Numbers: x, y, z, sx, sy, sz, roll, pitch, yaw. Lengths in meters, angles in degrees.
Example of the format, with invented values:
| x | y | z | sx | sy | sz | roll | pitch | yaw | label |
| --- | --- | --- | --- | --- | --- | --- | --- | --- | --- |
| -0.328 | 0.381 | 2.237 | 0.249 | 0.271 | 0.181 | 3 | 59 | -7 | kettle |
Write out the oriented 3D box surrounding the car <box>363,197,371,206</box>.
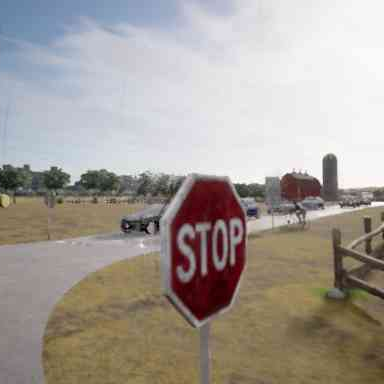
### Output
| x | y | z | sx | sy | sz | roll | pitch | yaw | label |
| --- | --- | --- | --- | --- | --- | --- | --- | --- | --- |
| 27.697 | 1.566 | 53.949 | 2.033 | 1.411 | 5.357 | -2 | -1 | 36 | car |

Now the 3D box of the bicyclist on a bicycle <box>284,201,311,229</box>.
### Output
| x | y | z | sx | sy | sz | roll | pitch | yaw | label |
| --- | --- | --- | --- | --- | --- | --- | --- | --- | --- |
| 6.239 | 1.341 | 19.769 | 1.656 | 1.620 | 0.582 | 0 | 0 | 36 | bicyclist on a bicycle |

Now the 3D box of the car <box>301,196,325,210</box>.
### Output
| x | y | z | sx | sy | sz | roll | pitch | yaw | label |
| --- | --- | --- | --- | --- | --- | --- | --- | --- | --- |
| 15.009 | 1.355 | 41.666 | 2.097 | 1.767 | 4.553 | -2 | -1 | 37 | car |

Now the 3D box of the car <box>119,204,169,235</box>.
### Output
| x | y | z | sx | sy | sz | roll | pitch | yaw | label |
| --- | --- | --- | --- | --- | --- | --- | --- | --- | --- |
| -1.852 | 1.450 | 18.868 | 1.882 | 1.535 | 5.008 | -2 | -1 | 36 | car |

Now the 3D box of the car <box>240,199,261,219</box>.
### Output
| x | y | z | sx | sy | sz | roll | pitch | yaw | label |
| --- | --- | --- | --- | --- | --- | --- | --- | --- | --- |
| 3.663 | 1.333 | 26.357 | 2.097 | 1.767 | 4.553 | -2 | -1 | 36 | car |

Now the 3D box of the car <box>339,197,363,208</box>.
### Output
| x | y | z | sx | sy | sz | roll | pitch | yaw | label |
| --- | --- | --- | --- | --- | --- | --- | --- | --- | --- |
| 21.787 | 1.562 | 45.956 | 1.895 | 1.301 | 4.718 | -2 | -1 | 36 | car |

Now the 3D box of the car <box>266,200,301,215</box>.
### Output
| x | y | z | sx | sy | sz | roll | pitch | yaw | label |
| --- | --- | --- | --- | --- | --- | --- | --- | --- | --- |
| 9.153 | 1.554 | 33.790 | 1.994 | 1.385 | 4.181 | -2 | -1 | 36 | car |
